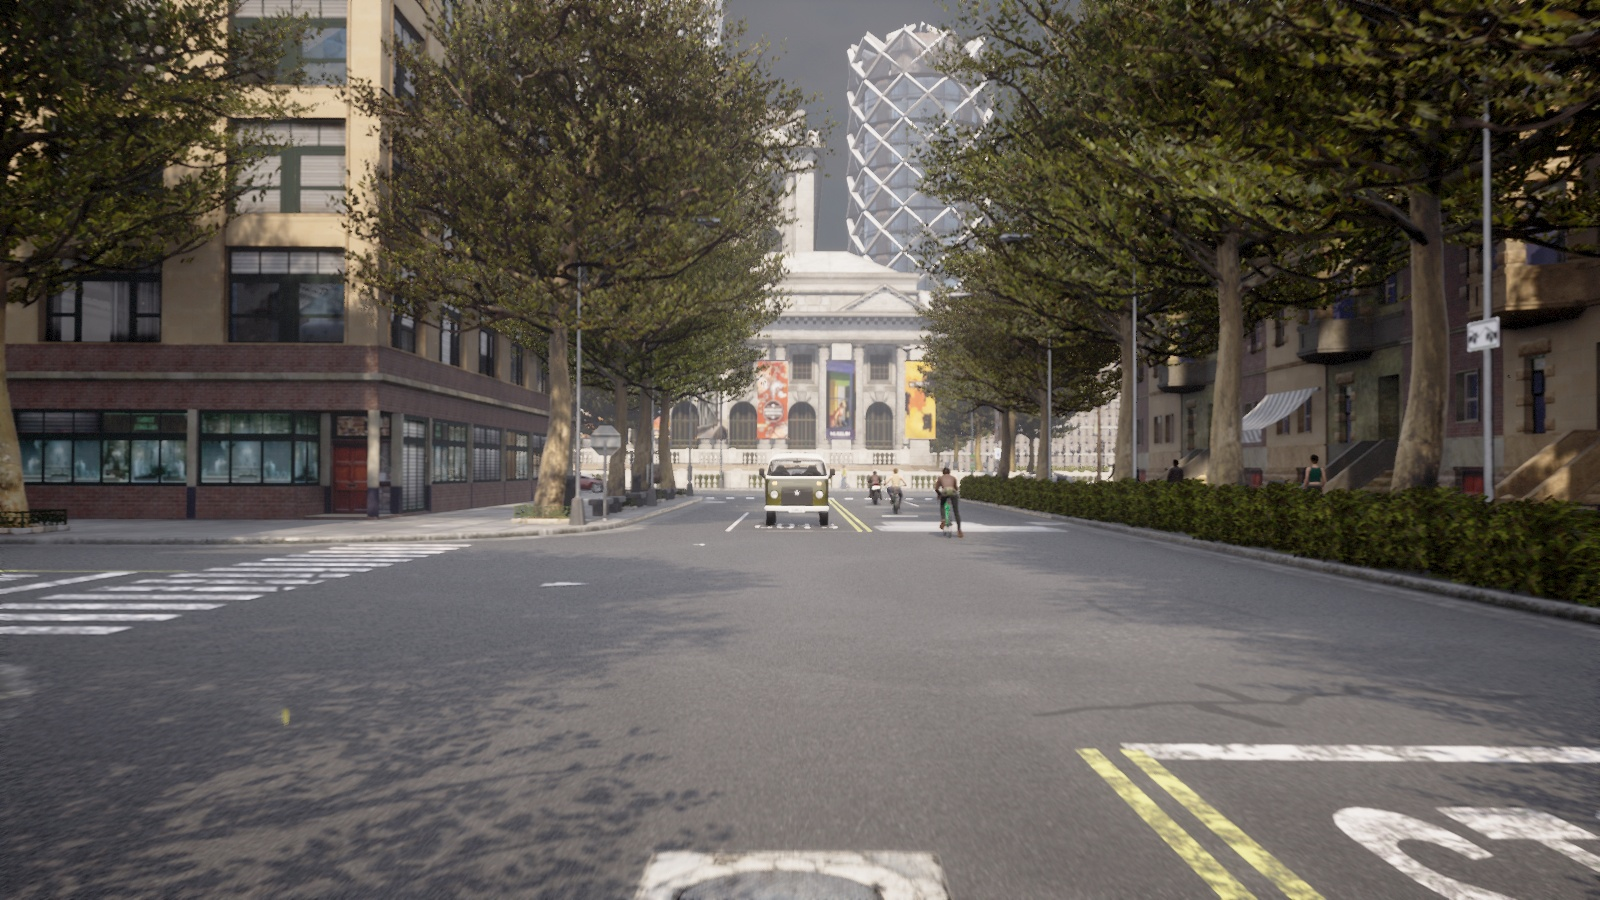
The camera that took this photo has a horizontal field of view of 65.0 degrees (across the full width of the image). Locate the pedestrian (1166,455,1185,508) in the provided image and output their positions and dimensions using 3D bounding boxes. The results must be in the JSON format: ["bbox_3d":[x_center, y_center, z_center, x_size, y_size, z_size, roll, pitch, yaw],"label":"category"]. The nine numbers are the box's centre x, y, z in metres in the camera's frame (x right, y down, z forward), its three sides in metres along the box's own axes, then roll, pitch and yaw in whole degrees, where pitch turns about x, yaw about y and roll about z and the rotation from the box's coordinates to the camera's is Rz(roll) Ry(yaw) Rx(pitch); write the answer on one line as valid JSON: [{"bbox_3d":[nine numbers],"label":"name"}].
[{"bbox_3d":[13.135,1.113,43.924,0.431,1.840,0.703,0,-1,1],"label":"pedestrian"}]

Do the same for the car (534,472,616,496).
[{"bbox_3d":[-14.118,2.121,79.018,4.792,1.488,2.163,0,-1,0],"label":"car"}]

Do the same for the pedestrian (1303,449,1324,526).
[{"bbox_3d":[12.469,0.903,30.509,0.345,1.836,0.594,0,-1,11],"label":"pedestrian"}]

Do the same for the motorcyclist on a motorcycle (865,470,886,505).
[{"bbox_3d":[3.341,1.666,55.950,0.797,1.523,2.044,0,-2,0],"label":"motorcyclist on a motorcycle"}]

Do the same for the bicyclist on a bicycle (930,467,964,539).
[{"bbox_3d":[3.436,1.217,29.370,0.582,1.620,1.656,0,-1,0],"label":"bicyclist on a bicycle"}]

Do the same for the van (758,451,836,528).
[{"bbox_3d":[-0.072,1.108,35.873,2.069,2.038,4.480,0,-1,0],"label":"van"}]
